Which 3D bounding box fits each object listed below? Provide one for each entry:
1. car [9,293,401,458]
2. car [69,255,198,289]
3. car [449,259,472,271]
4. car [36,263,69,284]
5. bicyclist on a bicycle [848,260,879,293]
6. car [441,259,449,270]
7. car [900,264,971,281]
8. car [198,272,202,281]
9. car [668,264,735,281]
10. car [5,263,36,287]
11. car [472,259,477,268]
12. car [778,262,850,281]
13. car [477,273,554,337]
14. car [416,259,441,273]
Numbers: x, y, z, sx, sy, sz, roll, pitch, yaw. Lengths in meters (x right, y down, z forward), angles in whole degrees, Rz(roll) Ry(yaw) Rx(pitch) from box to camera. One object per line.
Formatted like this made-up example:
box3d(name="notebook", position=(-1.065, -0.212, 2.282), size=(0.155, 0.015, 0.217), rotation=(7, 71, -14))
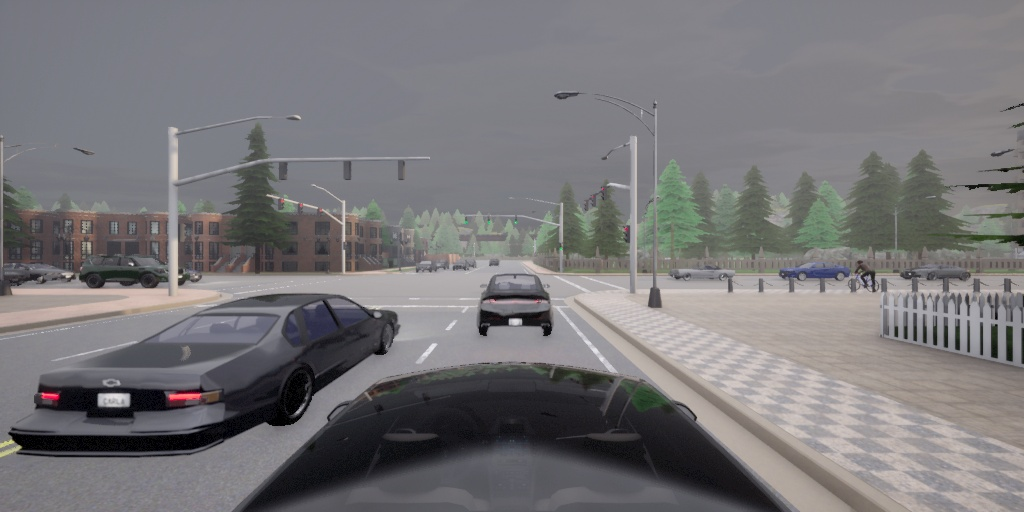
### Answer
box3d(name="car", position=(-3.434, 1.298, 5.624), size=(2.033, 1.411, 5.357), rotation=(0, 0, 1))
box3d(name="car", position=(-23.948, 0.971, 22.861), size=(5.566, 2.045, 2.150), rotation=(0, 0, -1))
box3d(name="car", position=(-7.062, 1.255, 49.919), size=(1.837, 1.490, 4.892), rotation=(0, 0, 0))
box3d(name="car", position=(-34.792, 1.242, 25.910), size=(4.902, 1.511, 2.128), rotation=(0, 0, -6))
box3d(name="bicyclist on a bicycle", position=(18.260, 1.052, 18.652), size=(0.582, 1.620, 1.656), rotation=(0, 0, 0))
box3d(name="car", position=(-10.553, 1.241, 53.610), size=(2.128, 1.511, 4.902), rotation=(0, 0, 0))
box3d(name="car", position=(34.847, 1.314, 29.594), size=(4.181, 1.385, 1.994), rotation=(0, 0, 1))
box3d(name="car", position=(-25.536, 1.276, 26.300), size=(4.674, 1.442, 1.812), rotation=(0, 0, -1))
box3d(name="car", position=(15.581, 1.351, 29.640), size=(4.718, 1.301, 1.895), rotation=(0, 0, 0))
box3d(name="car", position=(-33.960, 1.228, 22.490), size=(5.008, 1.535, 1.882), rotation=(0, 0, -5))
box3d(name="car", position=(-7.019, 1.255, 59.903), size=(1.837, 1.490, 4.892), rotation=(0, 0, 0))
box3d(name="car", position=(24.873, 1.228, 29.622), size=(5.008, 1.535, 1.882), rotation=(0, 0, 0))
box3d(name="car", position=(0.088, 1.242, 10.347), size=(2.128, 1.511, 4.902), rotation=(0, 0, 0))
box3d(name="car", position=(-10.555, 1.276, 44.502), size=(1.812, 1.442, 4.674), rotation=(0, 0, 0))
